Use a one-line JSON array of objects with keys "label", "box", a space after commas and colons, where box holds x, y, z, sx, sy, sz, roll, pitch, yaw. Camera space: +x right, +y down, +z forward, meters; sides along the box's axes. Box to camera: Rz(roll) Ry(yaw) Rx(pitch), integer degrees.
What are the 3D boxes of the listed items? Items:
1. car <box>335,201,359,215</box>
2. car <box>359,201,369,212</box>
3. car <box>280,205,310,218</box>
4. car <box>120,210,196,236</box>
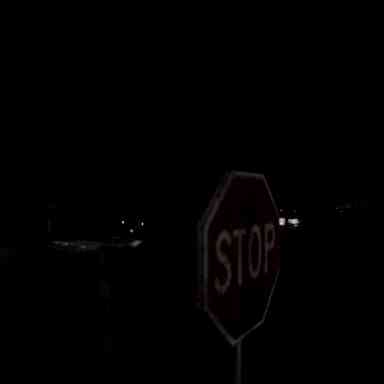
[{"label": "car", "box": [20.328, 2.243, 44.079, 1.812, 1.442, 4.674, 0, -1, 36]}, {"label": "car", "box": [26.138, 2.240, 51.961, 2.097, 1.767, 4.553, 0, -1, 38]}, {"label": "car", "box": [11.510, 2.122, 37.054, 1.895, 1.301, 4.718, 0, -1, 37]}, {"label": "car", "box": [-1.820, 1.737, 18.989, 1.895, 1.301, 4.718, 0, -1, 36]}]
